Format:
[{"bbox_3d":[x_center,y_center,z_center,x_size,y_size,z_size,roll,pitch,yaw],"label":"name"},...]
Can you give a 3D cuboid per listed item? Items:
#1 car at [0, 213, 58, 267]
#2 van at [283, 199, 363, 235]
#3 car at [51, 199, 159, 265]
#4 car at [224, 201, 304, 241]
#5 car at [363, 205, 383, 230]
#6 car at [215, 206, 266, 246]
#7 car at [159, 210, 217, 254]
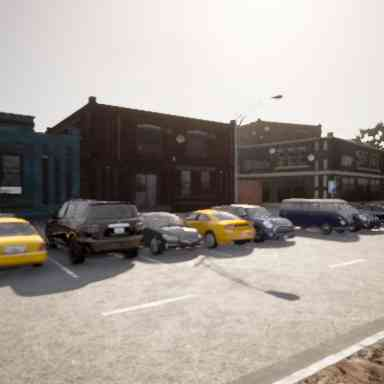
[{"bbox_3d":[-6.122,1.487,10.823,1.946,1.575,5.366,1,0,-35],"label":"car"},{"bbox_3d":[7.546,1.428,20.168,1.878,1.987,4.442,1,0,-35],"label":"van"},{"bbox_3d":[-3.763,1.267,12.308,2.435,2.045,5.566,1,0,-35],"label":"car"},{"bbox_3d":[3.029,1.478,17.139,2.185,1.767,4.553,1,0,-35],"label":"car"},{"bbox_3d":[9.830,1.546,21.973,2.185,1.767,4.553,0,0,-35],"label":"car"},{"bbox_3d":[0.683,1.574,15.426,2.097,1.535,5.008,1,0,-35],"label":"car"},{"bbox_3d":[-1.488,1.548,13.897,2.231,1.521,4.892,1,0,-35],"label":"car"}]
